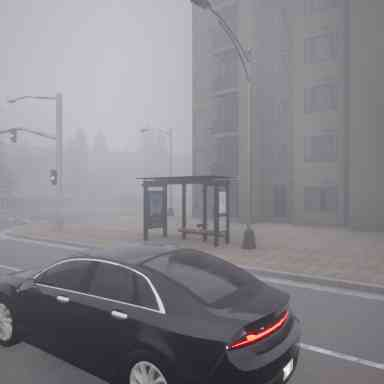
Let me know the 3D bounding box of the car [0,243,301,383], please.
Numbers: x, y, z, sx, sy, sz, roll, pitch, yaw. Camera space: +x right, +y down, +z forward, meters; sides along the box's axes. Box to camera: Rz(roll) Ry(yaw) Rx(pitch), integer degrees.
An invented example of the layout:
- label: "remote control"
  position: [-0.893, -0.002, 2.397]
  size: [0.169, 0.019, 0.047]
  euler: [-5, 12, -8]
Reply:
- label: "car"
  position: [-1.020, 1.505, 4.710]
  size: [4.892, 1.490, 1.837]
  euler: [0, 0, 35]
